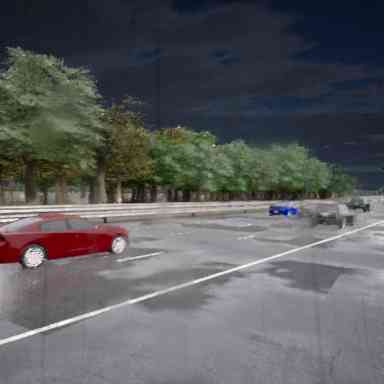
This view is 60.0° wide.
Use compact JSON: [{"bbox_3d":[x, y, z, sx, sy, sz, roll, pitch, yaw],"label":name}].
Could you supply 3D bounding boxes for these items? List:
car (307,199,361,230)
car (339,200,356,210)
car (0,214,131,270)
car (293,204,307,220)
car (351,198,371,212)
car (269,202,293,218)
[{"bbox_3d":[10.280,1.621,23.943,2.097,1.767,4.553,1,0,38],"label":"car"},{"bbox_3d":[26.820,2.213,57.321,1.837,1.490,4.892,1,0,36],"label":"car"},{"bbox_3d":[-4.336,1.478,11.265,1.882,1.535,5.008,1,0,40],"label":"car"},{"bbox_3d":[11.303,1.838,30.761,1.812,1.442,4.674,1,-1,38],"label":"car"},{"bbox_3d":[24.218,1.830,47.984,2.150,2.045,5.566,1,0,36],"label":"car"},{"bbox_3d":[9.722,1.780,34.388,1.882,1.535,5.008,1,0,38],"label":"car"}]
